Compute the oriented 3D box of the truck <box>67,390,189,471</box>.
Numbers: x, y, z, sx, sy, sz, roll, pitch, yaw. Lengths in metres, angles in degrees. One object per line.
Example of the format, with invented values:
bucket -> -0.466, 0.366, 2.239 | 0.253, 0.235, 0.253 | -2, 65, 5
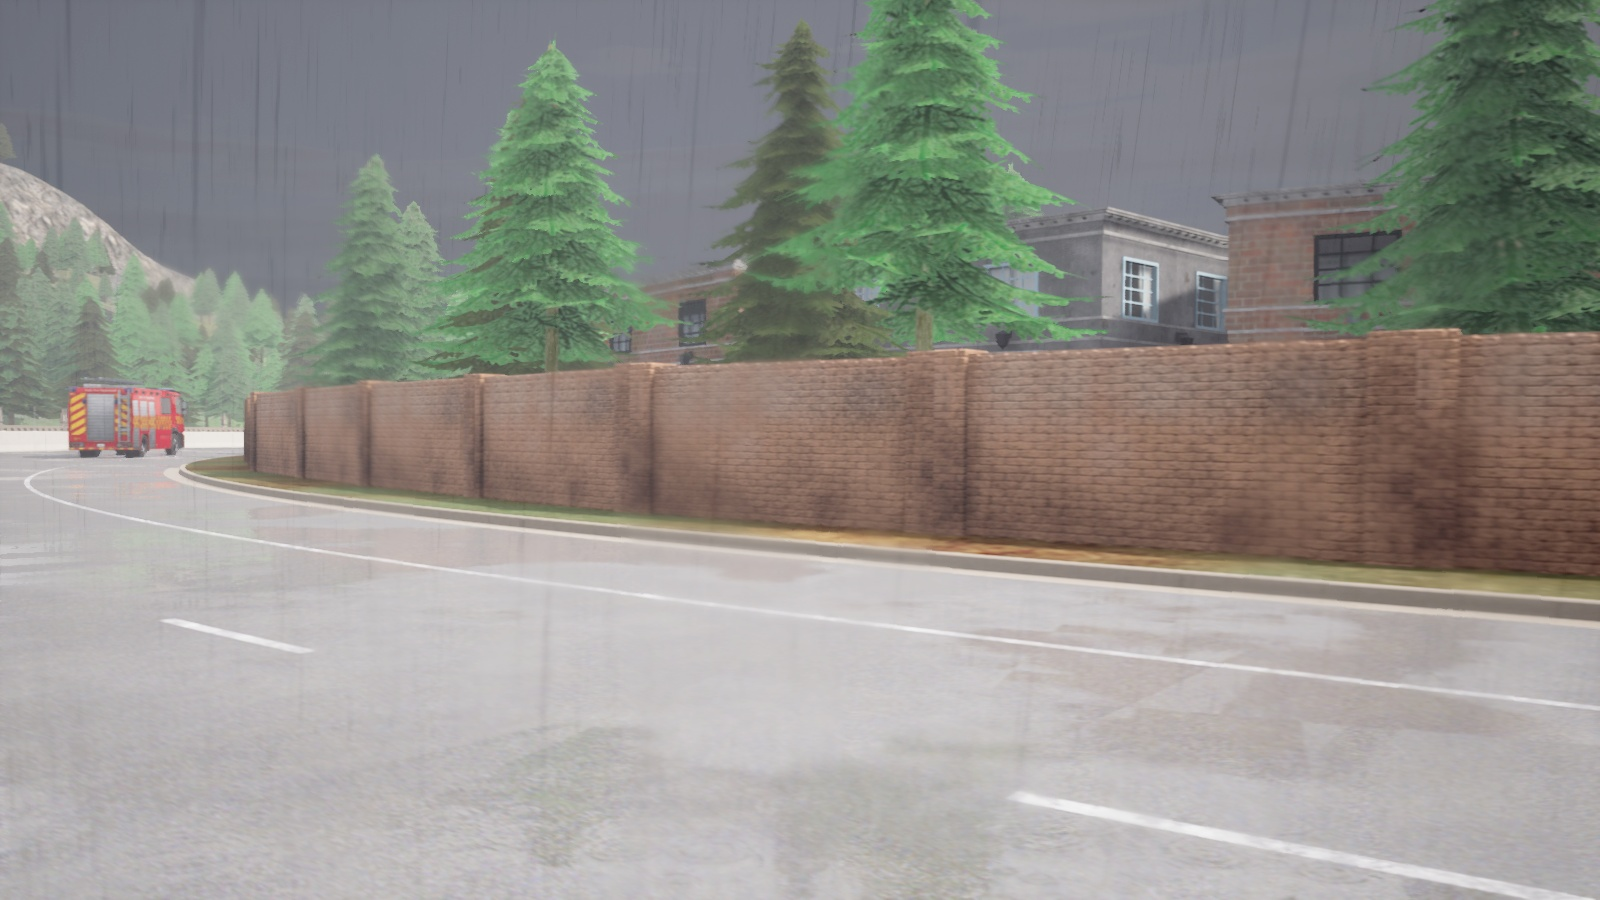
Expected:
truck -> -33.705, -0.974, 63.389 | 2.891, 3.827, 8.468 | -1, 1, -10
